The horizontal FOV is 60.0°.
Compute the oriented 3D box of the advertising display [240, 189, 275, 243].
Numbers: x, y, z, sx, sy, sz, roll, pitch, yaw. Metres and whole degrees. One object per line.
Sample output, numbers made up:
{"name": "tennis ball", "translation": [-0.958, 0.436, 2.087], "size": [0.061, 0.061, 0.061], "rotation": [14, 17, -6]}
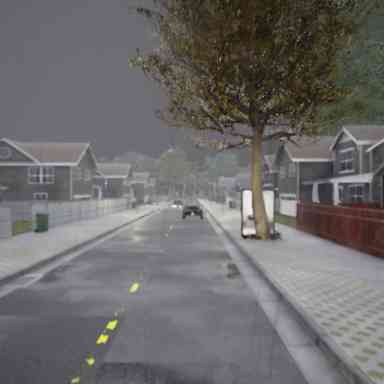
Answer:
{"name": "advertising display", "translation": [3.028, 1.089, 15.323], "size": [1.540, 2.440, 0.280], "rotation": [0, 0, 0]}

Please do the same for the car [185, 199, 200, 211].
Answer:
{"name": "car", "translation": [0.087, 1.717, 45.453], "size": [1.837, 1.490, 4.892], "rotation": [0, 0, 1]}

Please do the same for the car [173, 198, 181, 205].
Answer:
{"name": "car", "translation": [-2.710, 1.928, 65.798], "size": [1.895, 1.301, 4.718], "rotation": [0, 0, 0]}

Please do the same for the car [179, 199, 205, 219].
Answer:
{"name": "car", "translation": [0.074, 1.638, 30.393], "size": [1.837, 1.490, 4.892], "rotation": [0, -1, 1]}
